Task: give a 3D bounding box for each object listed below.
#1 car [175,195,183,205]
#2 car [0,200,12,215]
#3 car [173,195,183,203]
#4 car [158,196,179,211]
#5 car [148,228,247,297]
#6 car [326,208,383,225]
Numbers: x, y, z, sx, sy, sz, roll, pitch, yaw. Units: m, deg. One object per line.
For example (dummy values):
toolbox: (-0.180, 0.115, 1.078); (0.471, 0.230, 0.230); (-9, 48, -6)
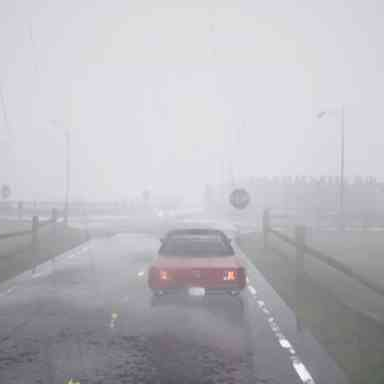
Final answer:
car: (-2.863, 1.431, 51.346); (2.033, 1.411, 5.357); (0, 0, 0)
car: (-16.834, 1.058, 26.051); (5.008, 1.535, 1.882); (1, -1, 1)
car: (-2.798, 1.335, 67.379); (1.882, 1.535, 5.008); (0, 0, 0)
car: (-2.877, 1.469, 39.418); (1.994, 1.385, 4.181); (0, 0, -1)
car: (0.096, 1.578, 8.467); (1.895, 1.301, 4.718); (0, 0, 0)
car: (12.958, 1.880, 25.907); (4.718, 1.301, 1.895); (1, 0, 2)
